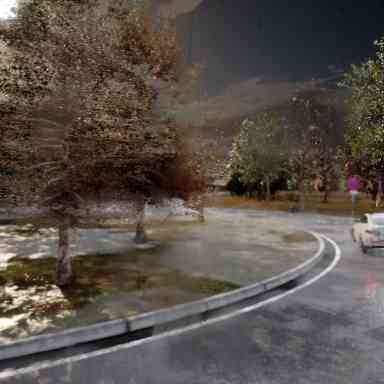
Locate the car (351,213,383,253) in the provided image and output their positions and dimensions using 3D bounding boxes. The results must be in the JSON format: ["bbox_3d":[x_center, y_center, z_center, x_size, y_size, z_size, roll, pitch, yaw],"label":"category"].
[{"bbox_3d":[7.700,1.579,13.511,1.812,1.442,4.674,1,0,21],"label":"car"}]
